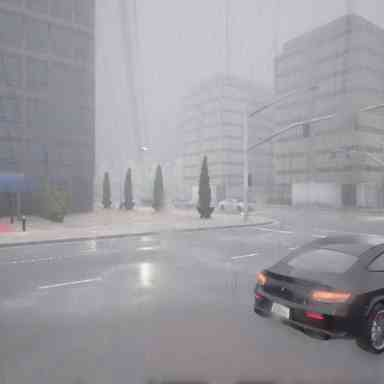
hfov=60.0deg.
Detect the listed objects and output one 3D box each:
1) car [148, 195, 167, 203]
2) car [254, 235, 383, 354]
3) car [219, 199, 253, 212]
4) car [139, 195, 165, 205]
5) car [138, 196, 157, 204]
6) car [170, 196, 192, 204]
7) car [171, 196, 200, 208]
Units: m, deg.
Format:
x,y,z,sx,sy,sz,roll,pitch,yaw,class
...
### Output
x,y,z,sx,sy,sz,roll,pitch,yaw,class
-7.344,1.503,69.697,1.837,1.490,4.892,0,0,-35,car
3.149,1.526,6.066,4.674,1.442,1.812,0,0,-35,car
5.132,1.526,39.432,1.812,1.442,4.674,0,0,-35,car
-6.587,1.354,56.160,2.097,1.767,4.553,0,0,-36,car
-8.788,1.564,65.722,1.994,1.385,4.181,0,0,-35,car
-2.060,1.526,62.221,1.812,1.442,4.674,0,0,-35,car
-0.723,1.601,47.782,1.895,1.301,4.718,0,0,-35,car
